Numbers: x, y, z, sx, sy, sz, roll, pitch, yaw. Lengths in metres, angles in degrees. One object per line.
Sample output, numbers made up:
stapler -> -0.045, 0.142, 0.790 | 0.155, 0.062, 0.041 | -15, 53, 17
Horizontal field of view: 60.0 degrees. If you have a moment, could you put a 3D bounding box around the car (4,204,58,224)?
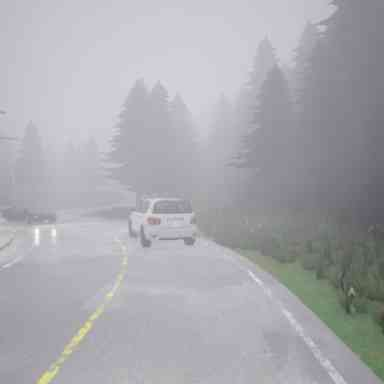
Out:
car -> -12.036, 1.601, 24.595 | 5.357, 1.411, 2.033 | 0, 0, 40

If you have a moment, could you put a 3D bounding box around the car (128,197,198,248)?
car -> -1.486, 1.255, 15.126 | 2.150, 2.045, 5.566 | 0, 0, -19
